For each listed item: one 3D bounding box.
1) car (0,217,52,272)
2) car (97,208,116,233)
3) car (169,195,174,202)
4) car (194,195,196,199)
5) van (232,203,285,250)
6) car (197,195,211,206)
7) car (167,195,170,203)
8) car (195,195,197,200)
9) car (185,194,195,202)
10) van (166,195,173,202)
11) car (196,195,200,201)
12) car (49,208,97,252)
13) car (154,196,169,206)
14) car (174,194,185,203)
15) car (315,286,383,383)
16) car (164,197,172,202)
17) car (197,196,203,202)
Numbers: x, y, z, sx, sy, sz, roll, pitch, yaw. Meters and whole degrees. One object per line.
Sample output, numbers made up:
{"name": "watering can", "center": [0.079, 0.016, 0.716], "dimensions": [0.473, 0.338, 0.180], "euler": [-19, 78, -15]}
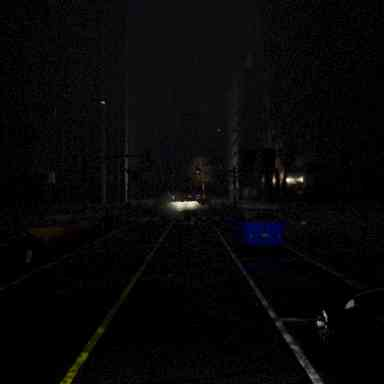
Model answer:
{"name": "car", "center": [-5.766, 1.589, 8.887], "dimensions": [2.008, 1.369, 4.403], "euler": [0, 0, 0]}
{"name": "car", "center": [-5.768, 1.637, 19.912], "dimensions": [2.008, 1.369, 4.403], "euler": [0, 0, 0]}
{"name": "car", "center": [-6.153, 1.935, 81.658], "dimensions": [1.947, 1.339, 4.313], "euler": [0, 0, -1]}
{"name": "car", "center": [2.310, 1.953, 88.375], "dimensions": [2.008, 1.369, 4.403], "euler": [0, 0, -1]}
{"name": "van", "center": [2.758, 1.403, 14.404], "dimensions": [1.690, 1.788, 3.998], "euler": [0, 0, 0]}
{"name": "car", "center": [2.554, 1.827, 62.171], "dimensions": [2.008, 1.369, 4.403], "euler": [0, 0, -1]}
{"name": "car", "center": [-6.018, 1.850, 67.087], "dimensions": [2.008, 1.369, 4.403], "euler": [0, 0, -1]}
{"name": "car", "center": [2.402, 1.904, 78.503], "dimensions": [2.008, 1.369, 4.403], "euler": [0, 0, -1]}
{"name": "car", "center": [-0.476, 1.885, 91.007], "dimensions": [1.882, 1.535, 5.008], "euler": [0, 0, -1]}
{"name": "van", "center": [-6.254, 1.764, 92.484], "dimensions": [1.690, 1.788, 3.998], "euler": [0, 0, -1]}
{"name": "car", "center": [2.452, 1.872, 73.059], "dimensions": [1.887, 1.381, 4.507], "euler": [0, 0, -1]}
{"name": "car", "center": [-5.767, 1.587, 14.230], "dimensions": [1.752, 1.417, 4.829], "euler": [0, 0, 0]}
{"name": "car", "center": [-5.971, 1.826, 62.095], "dimensions": [2.008, 1.369, 4.403], "euler": [0, 0, -1]}
{"name": "car", "center": [-3.401, 1.730, 82.909], "dimensions": [2.097, 1.767, 4.553], "euler": [0, 0, -1]}
{"name": "car", "center": [2.761, 1.581, 3.379], "dimensions": [1.947, 1.339, 4.313], "euler": [0, 0, 0]}
{"name": "car", "center": [-6.202, 1.920, 86.901], "dimensions": [1.752, 1.417, 4.829], "euler": [0, 0, -1]}
{"name": "car", "center": [2.259, 1.955, 93.834], "dimensions": [1.752, 1.417, 4.829], "euler": [0, 0, -1]}
